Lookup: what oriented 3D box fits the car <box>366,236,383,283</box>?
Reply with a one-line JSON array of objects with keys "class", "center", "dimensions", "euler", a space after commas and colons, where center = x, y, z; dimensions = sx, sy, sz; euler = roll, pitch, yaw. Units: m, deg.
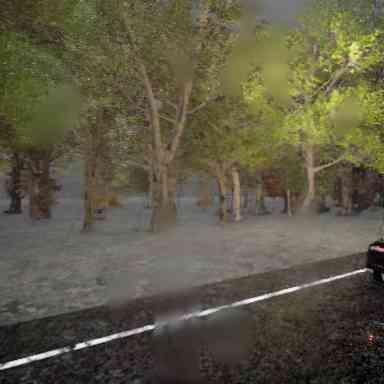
[{"class": "car", "center": [6.311, 1.489, 8.368], "dimensions": [4.902, 1.511, 2.128], "euler": [0, 0, -35]}]
